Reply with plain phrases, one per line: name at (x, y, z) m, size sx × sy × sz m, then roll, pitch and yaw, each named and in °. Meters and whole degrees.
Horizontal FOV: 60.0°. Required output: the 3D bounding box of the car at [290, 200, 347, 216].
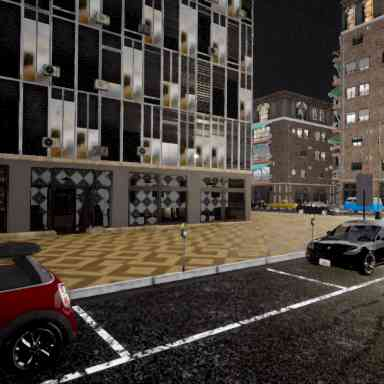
car at (12.293, 1.620, 32.684) m, size 2.008 × 1.369 × 4.403 m, roll 0°, pitch -1°, yaw -35°

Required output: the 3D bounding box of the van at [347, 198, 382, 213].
van at (19.184, 1.525, 37.457) m, size 1.690 × 1.788 × 3.998 m, roll 0°, pitch -1°, yaw -35°

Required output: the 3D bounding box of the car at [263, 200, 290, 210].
car at (12.762, 1.787, 46.716) m, size 1.752 × 1.417 × 4.829 m, roll 0°, pitch -1°, yaw -35°

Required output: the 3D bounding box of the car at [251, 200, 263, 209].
car at (9.697, 1.864, 51.137) m, size 1.947 × 1.339 × 4.313 m, roll 0°, pitch -1°, yaw -35°

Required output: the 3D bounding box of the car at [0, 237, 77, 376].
car at (-3.647, 1.440, 3.947) m, size 4.097 × 1.590 × 1.967 m, roll 0°, pitch 1°, yaw -35°

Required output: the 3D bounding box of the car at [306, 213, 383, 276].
car at (5.434, 1.567, 10.415) m, size 4.313 × 1.339 × 1.947 m, roll 0°, pitch 1°, yaw -35°
